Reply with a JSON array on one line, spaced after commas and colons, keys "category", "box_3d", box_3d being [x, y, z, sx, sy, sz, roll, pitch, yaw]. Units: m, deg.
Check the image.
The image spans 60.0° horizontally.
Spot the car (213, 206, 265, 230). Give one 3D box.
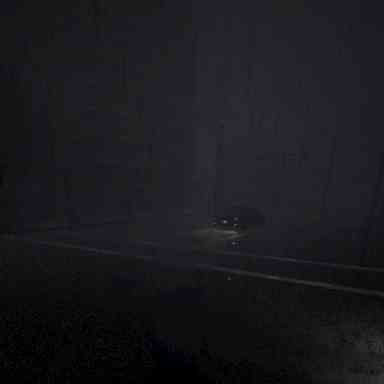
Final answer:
[{"category": "car", "box_3d": [3.099, 1.592, 21.427, 1.994, 1.385, 4.181, 0, 0, 36]}]
